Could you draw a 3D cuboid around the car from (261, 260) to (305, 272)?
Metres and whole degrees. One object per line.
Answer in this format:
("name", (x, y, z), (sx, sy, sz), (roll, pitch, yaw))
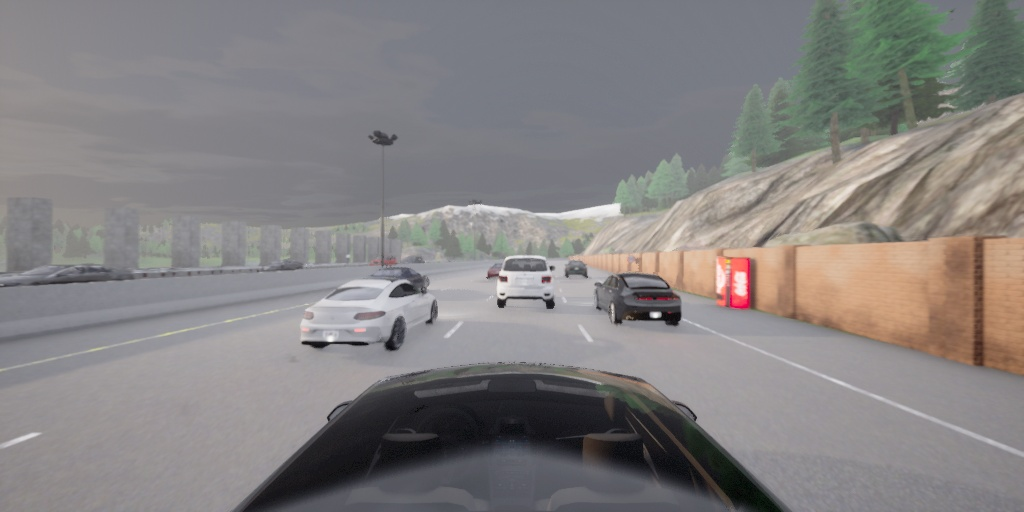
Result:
("car", (-25.130, 1.140, 39.436), (2.128, 1.511, 4.902), (0, 0, 7))

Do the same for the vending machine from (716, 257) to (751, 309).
("vending machine", (9.020, 1.023, 14.666), (1.100, 2.100, 0.880), (0, 0, 5))

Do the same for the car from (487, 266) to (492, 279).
("car", (-1.030, 1.357, 33.156), (1.994, 1.385, 4.181), (0, 0, 7))

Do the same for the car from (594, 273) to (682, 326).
("car", (3.961, 1.298, 11.934), (1.837, 1.490, 4.892), (0, 0, 4))

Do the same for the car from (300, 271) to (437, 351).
("car", (-3.222, 1.266, 8.889), (1.812, 1.442, 4.674), (0, 0, 3))

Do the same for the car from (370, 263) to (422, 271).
("car", (-6.048, 1.286, 19.069), (2.033, 1.411, 5.357), (0, 0, 6))

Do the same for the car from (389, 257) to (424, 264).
("car", (-13.603, 1.226, 46.745), (2.128, 1.511, 4.902), (0, 0, 8))

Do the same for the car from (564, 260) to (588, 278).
("car", (6.352, 1.195, 35.897), (2.097, 1.767, 4.553), (0, 0, 7))

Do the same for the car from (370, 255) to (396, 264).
("car", (-19.536, 0.927, 55.027), (2.150, 2.045, 5.566), (0, 0, 8))

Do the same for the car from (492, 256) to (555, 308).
("car", (0.683, 0.999, 15.608), (2.150, 2.045, 5.566), (0, 0, 5))

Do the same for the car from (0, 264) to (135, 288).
("car", (-20.466, 1.135, 16.407), (2.128, 1.511, 4.902), (0, 0, 4))
